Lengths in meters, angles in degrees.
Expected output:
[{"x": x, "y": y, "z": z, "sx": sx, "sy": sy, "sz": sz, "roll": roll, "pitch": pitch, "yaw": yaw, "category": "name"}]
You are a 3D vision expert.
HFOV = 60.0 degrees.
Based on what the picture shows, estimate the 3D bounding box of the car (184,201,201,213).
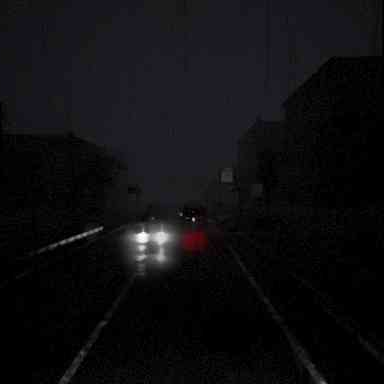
[{"x": 0.106, "y": 1.810, "z": 41.276, "sx": 1.994, "sy": 1.385, "sz": 4.181, "roll": 0, "pitch": -1, "yaw": 0, "category": "car"}]

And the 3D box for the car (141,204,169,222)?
[{"x": -2.992, "y": 1.660, "z": 27.572, "sx": 1.895, "sy": 1.301, "sz": 4.718, "roll": 0, "pitch": 1, "yaw": 0, "category": "car"}]

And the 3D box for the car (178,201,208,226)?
[{"x": 0.103, "y": 1.574, "z": 24.121, "sx": 1.837, "sy": 1.490, "sz": 4.892, "roll": 0, "pitch": -1, "yaw": 0, "category": "car"}]
